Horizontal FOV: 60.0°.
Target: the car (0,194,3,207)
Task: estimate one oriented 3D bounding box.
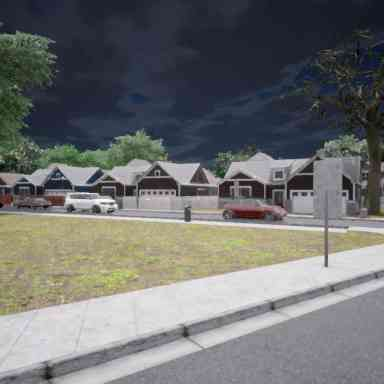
[{"bbox_3d":[-28.086,1.135,45.099,4.553,1.767,2.097,0,0,27],"label":"car"}]

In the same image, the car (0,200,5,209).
[{"bbox_3d":[-24.909,1.396,40.359,4.718,1.301,1.895,0,0,27],"label":"car"}]

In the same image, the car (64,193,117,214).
[{"bbox_3d":[-9.939,1.082,32.499,5.566,2.045,2.150,0,0,28],"label":"car"}]

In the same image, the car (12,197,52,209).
[{"bbox_3d":[-19.555,1.367,40.744,5.357,1.411,2.033,0,0,28],"label":"car"}]

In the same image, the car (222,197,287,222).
[{"bbox_3d":[4.608,1.275,24.498,4.553,1.767,2.097,0,0,30],"label":"car"}]
